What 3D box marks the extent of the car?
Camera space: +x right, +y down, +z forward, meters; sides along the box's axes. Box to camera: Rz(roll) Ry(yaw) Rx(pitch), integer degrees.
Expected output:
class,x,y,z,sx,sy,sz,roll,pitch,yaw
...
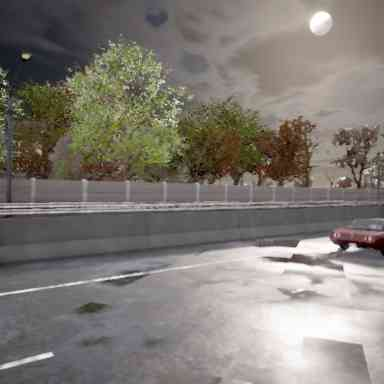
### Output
class,x,y,z,sx,sy,sz,roll,pitch,yaw
car,7.833,1.734,13.737,4.718,1.301,1.895,1,0,-35
